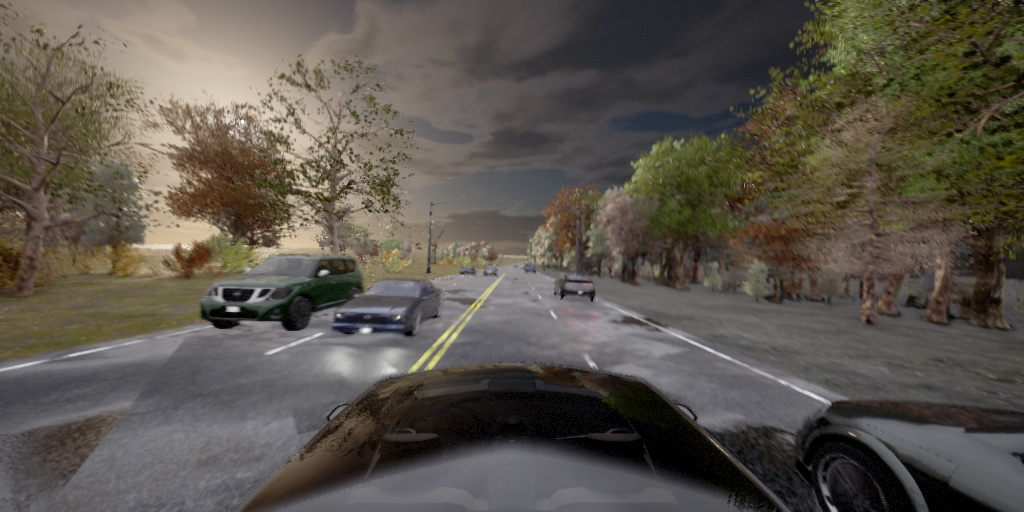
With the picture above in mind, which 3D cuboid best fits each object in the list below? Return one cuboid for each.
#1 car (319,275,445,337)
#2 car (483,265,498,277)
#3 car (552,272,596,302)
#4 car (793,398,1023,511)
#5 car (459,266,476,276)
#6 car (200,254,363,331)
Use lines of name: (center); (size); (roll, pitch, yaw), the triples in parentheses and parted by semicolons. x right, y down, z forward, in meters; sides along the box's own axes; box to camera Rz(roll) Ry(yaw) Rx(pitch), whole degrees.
car: (-3.335, 1.376, 10.886); (2.033, 1.411, 5.357); (2, -1, 0)
car: (-3.041, 2.095, 51.105); (2.128, 1.511, 4.902); (2, -1, 1)
car: (3.430, 1.663, 20.328); (2.128, 1.511, 4.902); (4, -1, 0)
car: (3.369, 1.387, 1.264); (1.994, 1.385, 4.181); (3, 0, 0)
car: (-6.288, 2.063, 51.246); (1.994, 1.385, 4.181); (2, -1, 1)
car: (-6.575, 0.949, 11.243); (2.150, 2.045, 5.566); (2, -1, 0)
